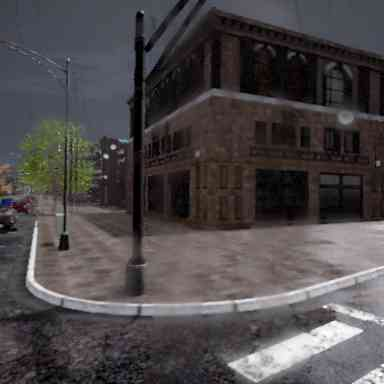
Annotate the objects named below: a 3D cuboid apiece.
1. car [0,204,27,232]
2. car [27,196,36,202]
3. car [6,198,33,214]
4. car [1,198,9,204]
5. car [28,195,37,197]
[{"bbox_3d":[-11.595,1.657,20.564,2.008,1.369,4.403,1,-1,-24],"label":"car"},{"bbox_3d":[-27.952,1.752,56.584,1.802,1.307,4.206,1,-1,-24],"label":"car"},{"bbox_3d":[-18.828,1.679,36.452,1.887,1.381,4.507,1,-1,-24],"label":"car"},{"bbox_3d":[-28.443,1.601,51.690,1.882,1.535,5.008,1,-1,-24],"label":"car"},{"bbox_3d":[-39.351,1.527,81.752,2.192,1.841,5.009,1,-1,-24],"label":"car"}]
